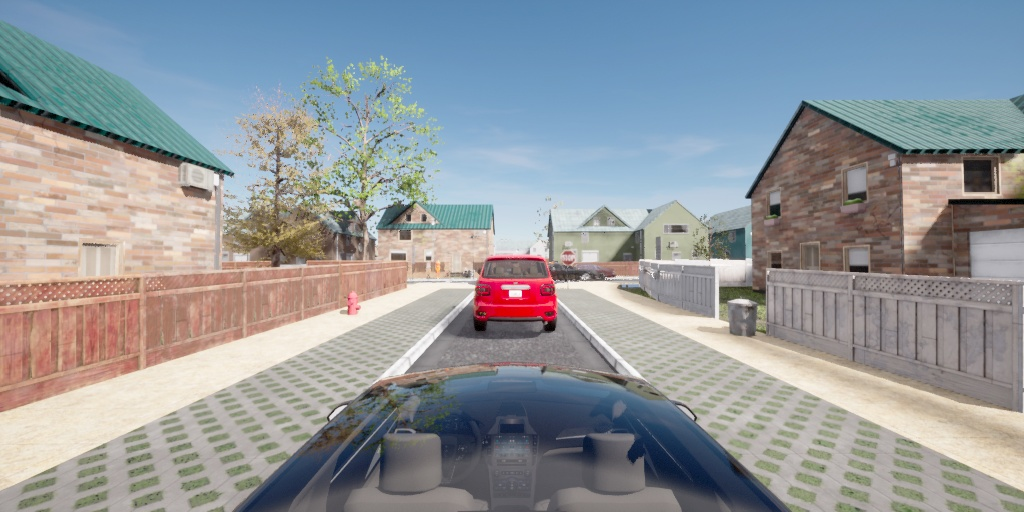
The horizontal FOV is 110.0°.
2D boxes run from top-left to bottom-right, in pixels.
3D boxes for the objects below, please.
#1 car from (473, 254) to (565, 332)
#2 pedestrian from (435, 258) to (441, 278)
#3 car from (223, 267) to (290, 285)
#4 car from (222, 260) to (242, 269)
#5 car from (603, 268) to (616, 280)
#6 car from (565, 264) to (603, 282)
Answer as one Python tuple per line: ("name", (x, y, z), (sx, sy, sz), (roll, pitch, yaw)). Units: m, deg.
("car", (0.085, 0.976, 11.073), (2.150, 2.045, 5.566), (0, 0, 0))
("pedestrian", (-6.753, 1.121, 32.678), (0.375, 1.860, 0.375), (0, -1, 1))
("car", (-21.232, 1.624, 29.927), (4.181, 1.385, 1.994), (-1, -1, 1))
("car", (-22.587, 1.222, 27.001), (5.566, 2.045, 2.150), (-1, -1, 1))
("car", (5.774, 1.337, 29.612), (5.357, 1.411, 2.033), (0, -1, 1))
("car", (3.909, 1.247, 26.677), (4.892, 1.490, 1.837), (-1, -1, 1))
